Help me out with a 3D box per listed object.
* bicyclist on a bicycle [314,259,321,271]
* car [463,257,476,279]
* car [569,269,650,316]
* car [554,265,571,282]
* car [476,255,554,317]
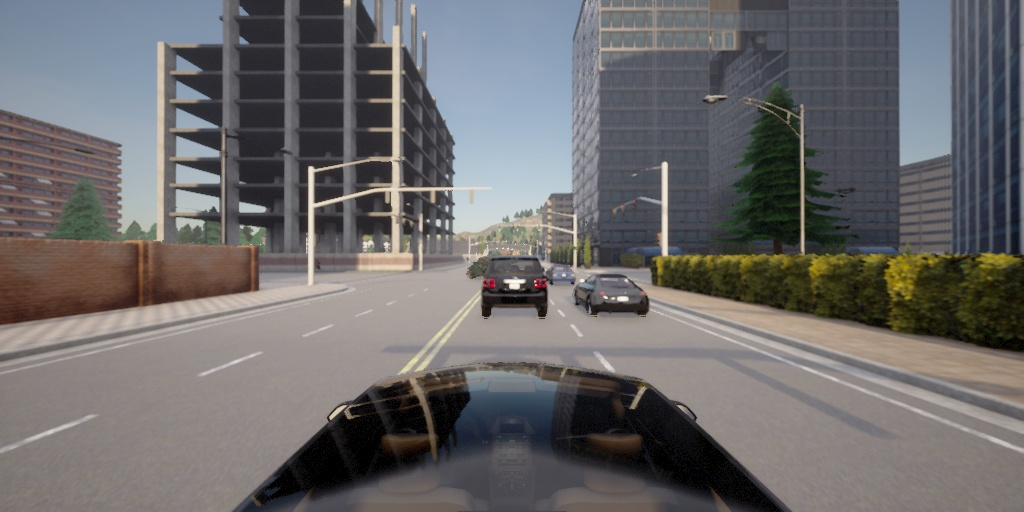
[{"bbox_3d":[-26.437,1.190,48.808,0.582,1.620,1.656,0,0,1],"label":"bicyclist on a bicycle"},{"bbox_3d":[-2.008,1.055,30.739,2.150,2.045,5.566,1,-1,-26],"label":"car"},{"bbox_3d":[3.572,1.349,13.519,1.994,1.385,4.181,0,0,0],"label":"car"},{"bbox_3d":[3.568,1.371,27.031,2.033,1.411,5.357,0,0,0],"label":"car"},{"bbox_3d":[0.074,1.004,13.353,2.150,2.045,5.566,0,0,0],"label":"car"}]
